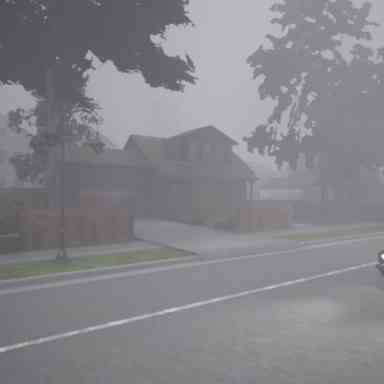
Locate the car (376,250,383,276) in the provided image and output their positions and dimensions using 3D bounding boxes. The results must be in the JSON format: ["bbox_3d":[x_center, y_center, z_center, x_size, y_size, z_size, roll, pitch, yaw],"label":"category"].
[{"bbox_3d":[6.870,1.683,8.790,4.718,1.301,1.895,1,0,-35],"label":"car"}]
